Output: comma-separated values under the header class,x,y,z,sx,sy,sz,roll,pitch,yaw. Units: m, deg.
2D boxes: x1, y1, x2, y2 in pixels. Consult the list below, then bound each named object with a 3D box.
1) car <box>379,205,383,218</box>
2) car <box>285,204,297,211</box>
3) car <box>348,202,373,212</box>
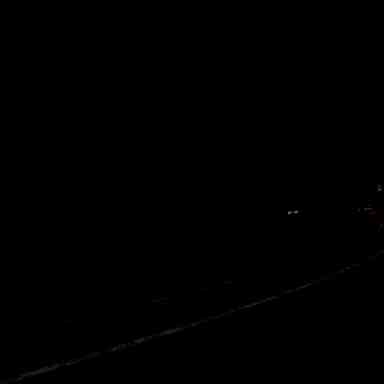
class,x,y,z,sx,sy,sz,roll,pitch,yaw
car,19.820,1.882,32.684,2.128,1.511,4.902,-3,-2,17
car,22.366,3.636,76.028,1.837,1.490,4.892,-4,-2,-1
car,26.382,2.352,52.238,1.837,1.490,4.892,-4,-3,-2
